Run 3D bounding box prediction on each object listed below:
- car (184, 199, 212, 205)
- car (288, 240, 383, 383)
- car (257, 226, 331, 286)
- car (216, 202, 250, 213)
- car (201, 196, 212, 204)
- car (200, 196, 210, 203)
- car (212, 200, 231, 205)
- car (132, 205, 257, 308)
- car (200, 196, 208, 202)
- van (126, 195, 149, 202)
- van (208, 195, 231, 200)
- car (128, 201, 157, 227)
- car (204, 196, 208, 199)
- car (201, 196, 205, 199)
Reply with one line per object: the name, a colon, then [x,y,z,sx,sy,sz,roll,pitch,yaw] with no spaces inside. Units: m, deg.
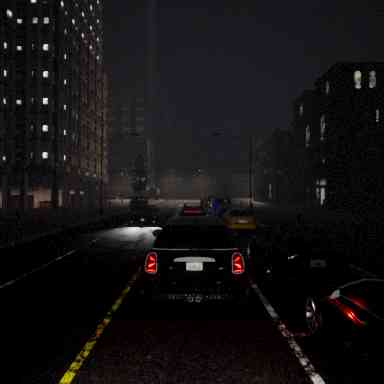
car: [0.088,1.497,24.325,2.128,1.511,4.902,0,0,0]
car: [2.700,1.567,3.650,1.947,1.339,4.313,1,0,0]
car: [2.698,1.568,9.194,1.947,1.339,4.313,1,0,0]
car: [2.694,1.530,19.855,1.752,1.417,4.829,1,0,0]
car: [2.674,1.566,63.507,1.947,1.339,4.313,1,0,0]
car: [2.672,1.549,68.985,2.008,1.369,4.403,1,0,0]
car: [2.691,1.556,25.163,2.008,1.369,4.403,1,0,0]
car: [0.086,1.354,8.088,2.097,1.767,4.553,0,0,1]
car: [2.791,1.576,79.937,1.802,1.307,4.206,1,0,0]
van: [-5.690,1.347,36.112,1.690,1.788,3.998,1,0,0]
van: [2.692,1.347,30.642,1.690,1.788,3.998,1,0,0]
car: [-3.110,1.569,22.922,1.994,1.385,4.181,0,0,0]
car: [2.688,1.446,36.119,1.967,1.590,4.097,1,0,0]
car: [2.688,1.321,41.597,2.192,1.841,5.009,1,0,0]
